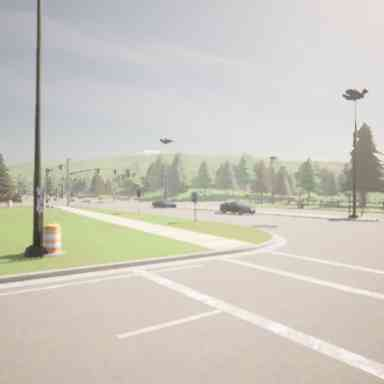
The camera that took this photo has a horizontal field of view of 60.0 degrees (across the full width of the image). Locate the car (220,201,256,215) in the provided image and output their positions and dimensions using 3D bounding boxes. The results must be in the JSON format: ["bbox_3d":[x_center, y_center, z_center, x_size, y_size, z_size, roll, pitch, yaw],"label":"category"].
[{"bbox_3d":[5.191,1.781,38.015,2.128,1.511,4.902,1,0,-35],"label":"car"}]

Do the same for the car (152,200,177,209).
[{"bbox_3d":[-4.389,1.884,51.895,2.033,1.411,5.357,1,0,-35],"label":"car"}]
